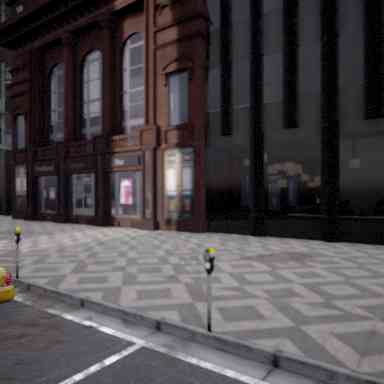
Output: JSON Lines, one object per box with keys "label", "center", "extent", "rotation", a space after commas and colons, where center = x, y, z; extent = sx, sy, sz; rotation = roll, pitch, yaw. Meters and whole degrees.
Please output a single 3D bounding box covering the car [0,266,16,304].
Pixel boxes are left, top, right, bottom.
{"label": "car", "center": [-5.534, 1.591, 6.913], "extent": [4.829, 1.417, 1.752], "rotation": [-1, 0, 36]}
